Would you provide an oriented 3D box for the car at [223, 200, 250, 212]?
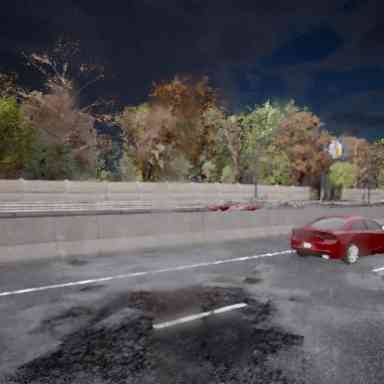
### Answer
[{"bbox_3d":[5.882,1.575,33.966,4.553,1.767,2.097,1,0,-35],"label":"car"}]

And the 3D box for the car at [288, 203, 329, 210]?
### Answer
[{"bbox_3d":[10.692,1.795,28.800,4.181,1.385,1.994,1,0,-35],"label":"car"}]

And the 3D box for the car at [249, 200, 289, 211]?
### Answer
[{"bbox_3d":[8.018,1.729,31.192,4.892,1.490,1.837,1,0,-35],"label":"car"}]

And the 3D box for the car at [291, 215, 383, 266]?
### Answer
[{"bbox_3d":[5.721,1.583,12.120,5.008,1.535,1.882,1,0,-36],"label":"car"}]

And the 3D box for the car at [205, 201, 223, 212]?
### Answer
[{"bbox_3d":[3.696,1.699,36.707,5.008,1.535,1.882,1,0,-35],"label":"car"}]
